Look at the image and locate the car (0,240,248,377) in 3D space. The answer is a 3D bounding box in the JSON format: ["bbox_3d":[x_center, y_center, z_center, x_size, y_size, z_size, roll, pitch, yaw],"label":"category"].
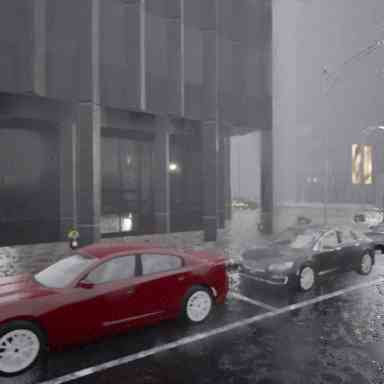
[{"bbox_3d":[-1.413,1.547,5.533,4.507,1.381,1.887,0,-1,-35],"label":"car"}]

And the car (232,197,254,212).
[{"bbox_3d":[5.339,1.761,43.591,1.882,1.535,5.008,-1,0,-36],"label":"car"}]

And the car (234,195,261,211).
[{"bbox_3d":[7.881,1.479,45.623,2.150,2.045,5.566,-1,0,-36],"label":"car"}]

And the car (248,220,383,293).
[{"bbox_3d":[3.166,1.559,8.799,4.403,1.369,2.008,0,-1,-35],"label":"car"}]
